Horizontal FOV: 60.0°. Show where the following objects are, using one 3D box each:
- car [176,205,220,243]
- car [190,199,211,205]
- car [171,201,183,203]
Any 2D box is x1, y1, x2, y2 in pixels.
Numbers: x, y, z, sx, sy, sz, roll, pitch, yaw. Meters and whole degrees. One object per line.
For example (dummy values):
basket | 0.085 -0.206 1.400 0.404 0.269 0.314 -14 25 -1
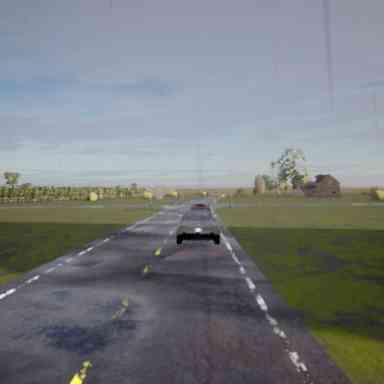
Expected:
car | 0.296 1.558 15.942 1.994 1.385 4.181 0 0 1
car | 0.815 1.488 32.761 1.837 1.490 4.892 0 0 2
car | -1.718 1.115 40.244 2.128 1.511 4.902 0 0 3
